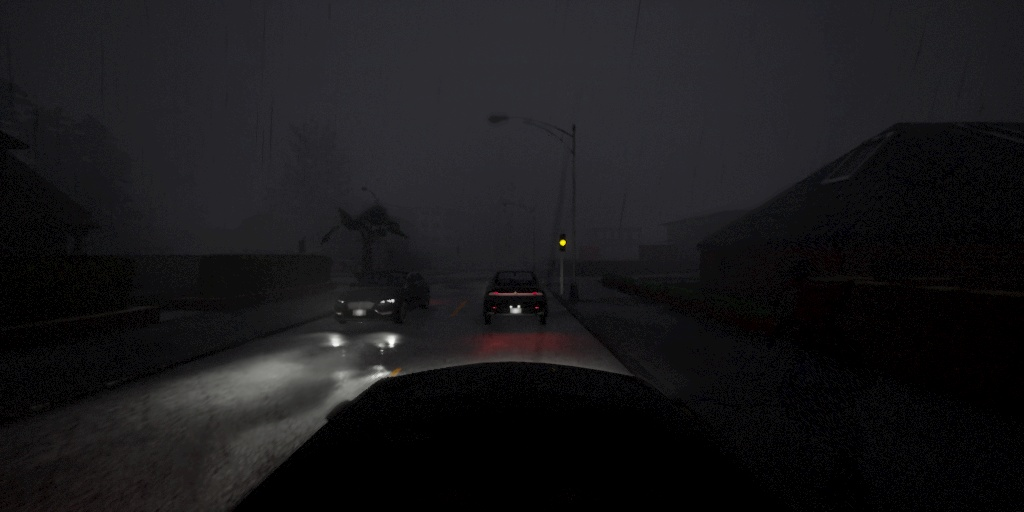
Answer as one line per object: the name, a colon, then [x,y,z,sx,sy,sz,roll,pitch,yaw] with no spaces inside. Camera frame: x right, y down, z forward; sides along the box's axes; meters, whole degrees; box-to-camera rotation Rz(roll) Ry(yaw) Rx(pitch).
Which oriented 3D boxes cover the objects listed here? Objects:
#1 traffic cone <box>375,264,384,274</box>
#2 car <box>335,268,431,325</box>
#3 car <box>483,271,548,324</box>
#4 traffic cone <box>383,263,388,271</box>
traffic cone: [-15.757,1.483,42.559,0.344,0.586,0.344,0,0,0]
car: [-4.003,1.223,11.860,2.128,1.511,4.902,0,0,0]
car: [0.098,1.222,11.829,2.128,1.511,4.902,0,0,0]
traffic cone: [-15.397,1.479,43.129,0.344,0.586,0.344,0,0,0]
